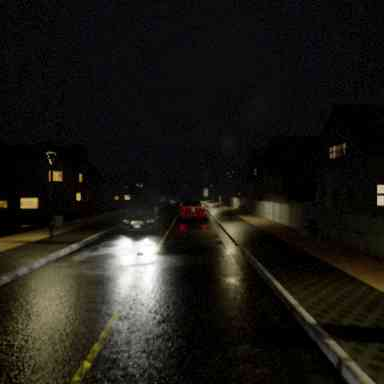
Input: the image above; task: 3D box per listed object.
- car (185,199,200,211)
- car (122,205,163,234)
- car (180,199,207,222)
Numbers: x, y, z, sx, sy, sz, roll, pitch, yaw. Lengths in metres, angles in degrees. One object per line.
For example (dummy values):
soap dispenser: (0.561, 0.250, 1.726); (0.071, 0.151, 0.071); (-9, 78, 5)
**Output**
car: (0.090, 1.679, 44.062); (1.895, 1.301, 4.718); (0, 0, 0)
car: (-2.798, 1.512, 19.509); (2.128, 1.511, 4.902); (0, 0, 1)
car: (0.102, 1.387, 27.151); (2.097, 1.767, 4.553); (0, 0, 0)
